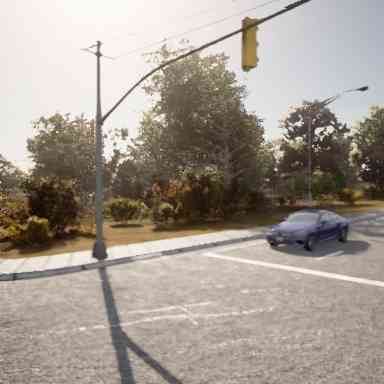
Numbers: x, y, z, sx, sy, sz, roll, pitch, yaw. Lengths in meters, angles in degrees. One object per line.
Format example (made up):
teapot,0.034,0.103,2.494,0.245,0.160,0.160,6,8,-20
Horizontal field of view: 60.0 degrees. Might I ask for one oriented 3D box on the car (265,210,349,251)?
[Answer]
car,5.082,1.509,14.290,4.674,1.442,1.812,-1,0,-42
